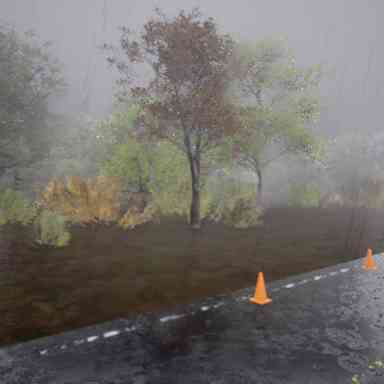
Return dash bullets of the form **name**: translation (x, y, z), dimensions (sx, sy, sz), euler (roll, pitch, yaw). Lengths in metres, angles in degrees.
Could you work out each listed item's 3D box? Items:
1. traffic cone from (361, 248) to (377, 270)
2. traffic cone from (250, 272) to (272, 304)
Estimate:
- **traffic cone**: translation (5.347, 1.994, 10.014), dimensions (0.340, 0.580, 0.340), euler (0, 0, -38)
- **traffic cone**: translation (1.446, 1.978, 6.977), dimensions (0.340, 0.580, 0.340), euler (0, 0, -37)
